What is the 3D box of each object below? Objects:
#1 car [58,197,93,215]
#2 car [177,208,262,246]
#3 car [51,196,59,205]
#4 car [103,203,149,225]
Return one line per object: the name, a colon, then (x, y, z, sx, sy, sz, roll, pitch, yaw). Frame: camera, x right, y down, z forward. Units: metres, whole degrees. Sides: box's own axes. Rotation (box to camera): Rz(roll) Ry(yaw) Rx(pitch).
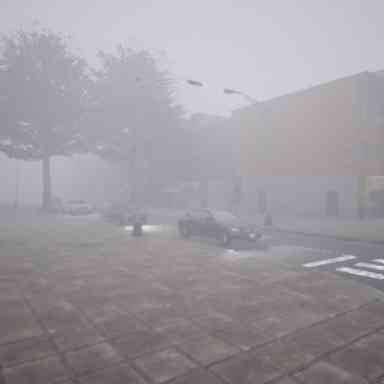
car: (-11.540, 1.447, 33.142, 1.812, 1.442, 4.674, 0, 0, -35)
car: (1.081, 1.469, 15.202, 1.812, 1.442, 4.674, 0, 0, -35)
car: (-21.981, 1.419, 53.052, 1.837, 1.490, 4.892, 0, 0, -35)
car: (-4.677, 1.493, 23.385, 1.994, 1.385, 4.181, 0, 0, -35)
